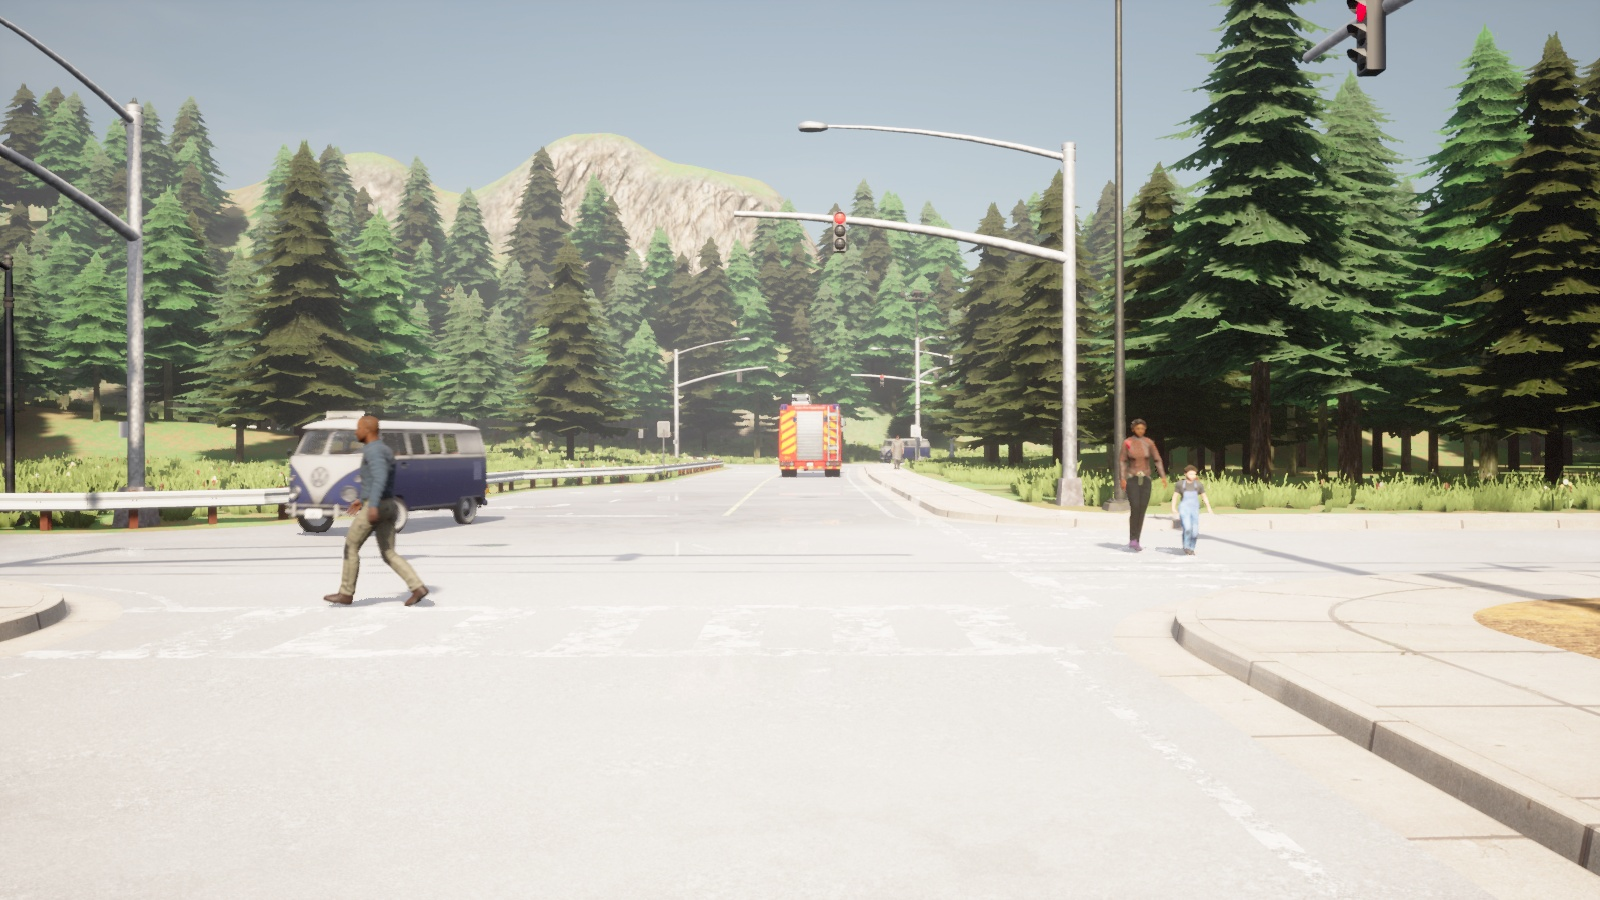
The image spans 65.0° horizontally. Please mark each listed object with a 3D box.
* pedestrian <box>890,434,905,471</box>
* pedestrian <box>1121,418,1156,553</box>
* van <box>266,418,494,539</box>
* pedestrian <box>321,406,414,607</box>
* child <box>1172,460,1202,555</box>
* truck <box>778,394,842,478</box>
[{"bbox_3d":[5.192,0.133,67.089,0.659,1.952,0.873,0,0,15],"label":"pedestrian"},{"bbox_3d":[4.648,0.474,17.254,0.328,1.805,0.869,0,0,6],"label":"pedestrian"},{"bbox_3d":[-7.482,0.442,22.901,1.775,1.987,4.442,1,1,15],"label":"van"},{"bbox_3d":[-4.005,0.517,11.653,0.726,1.835,0.370,0,0,3],"label":"pedestrian"},{"bbox_3d":[5.215,0.767,16.923,0.270,1.263,0.437,0,0,-1],"label":"child"},{"bbox_3d":[0.582,-0.660,61.508,2.891,3.827,8.468,0,0,2],"label":"truck"}]
